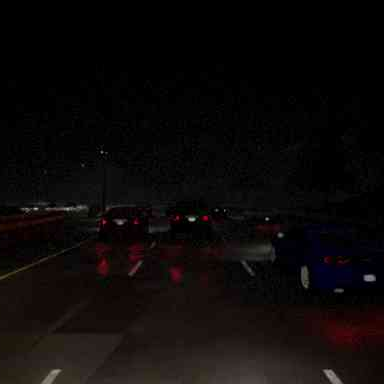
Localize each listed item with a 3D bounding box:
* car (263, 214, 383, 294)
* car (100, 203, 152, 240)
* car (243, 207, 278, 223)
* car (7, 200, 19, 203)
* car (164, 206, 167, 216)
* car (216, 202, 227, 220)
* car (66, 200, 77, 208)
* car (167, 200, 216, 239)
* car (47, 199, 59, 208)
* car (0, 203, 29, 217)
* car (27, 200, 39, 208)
[{"bbox_3d":[3.563,1.600,9.186,1.882,1.535,5.008,0,0,-1],"label":"car"},{"bbox_3d":[-3.651,1.596,18.614,2.097,1.767,4.553,0,-1,-2],"label":"car"},{"bbox_3d":[6.048,1.995,29.955,1.895,1.301,4.718,0,-1,-6],"label":"car"},{"bbox_3d":[-34.396,2.337,64.076,1.812,1.442,4.674,0,-1,-21],"label":"car"},{"bbox_3d":[-2.037,2.023,37.873,1.812,1.442,4.674,0,-1,-9],"label":"car"},{"bbox_3d":[2.069,1.793,33.591,2.097,1.767,4.553,0,-1,-7],"label":"car"},{"bbox_3d":[-24.051,2.383,66.457,1.994,1.385,4.181,0,-1,-21],"label":"car"},{"bbox_3d":[-0.128,1.474,19.024,2.150,2.045,5.566,0,-1,-2],"label":"car"},{"bbox_3d":[-27.928,2.199,66.758,2.097,1.767,4.553,0,-1,-21],"label":"car"},{"bbox_3d":[-14.874,1.847,26.052,1.837,1.490,4.892,0,-1,-5],"label":"car"},{"bbox_3d":[-31.005,2.353,65.014,1.812,1.442,4.674,0,-1,-21],"label":"car"}]
